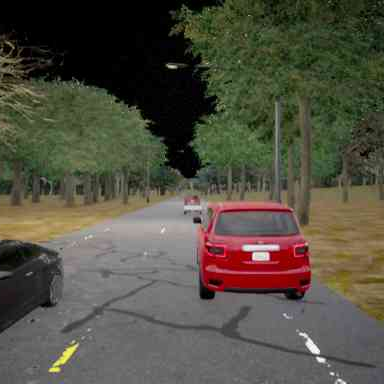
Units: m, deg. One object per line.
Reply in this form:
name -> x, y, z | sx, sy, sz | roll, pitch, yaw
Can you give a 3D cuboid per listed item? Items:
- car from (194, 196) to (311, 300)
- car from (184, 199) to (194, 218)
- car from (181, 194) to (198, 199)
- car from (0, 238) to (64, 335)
car -> 1.233, 1.250, 8.613 | 2.150, 2.045, 5.566 | 0, 0, 0
car -> 0.100, 1.688, 35.800 | 1.895, 1.301, 4.718 | 0, 0, 0
car -> 0.059, 1.315, 45.766 | 2.150, 2.045, 5.566 | 0, 0, 0
car -> -3.594, 1.541, 5.306 | 1.812, 1.442, 4.674 | 0, 0, 0
